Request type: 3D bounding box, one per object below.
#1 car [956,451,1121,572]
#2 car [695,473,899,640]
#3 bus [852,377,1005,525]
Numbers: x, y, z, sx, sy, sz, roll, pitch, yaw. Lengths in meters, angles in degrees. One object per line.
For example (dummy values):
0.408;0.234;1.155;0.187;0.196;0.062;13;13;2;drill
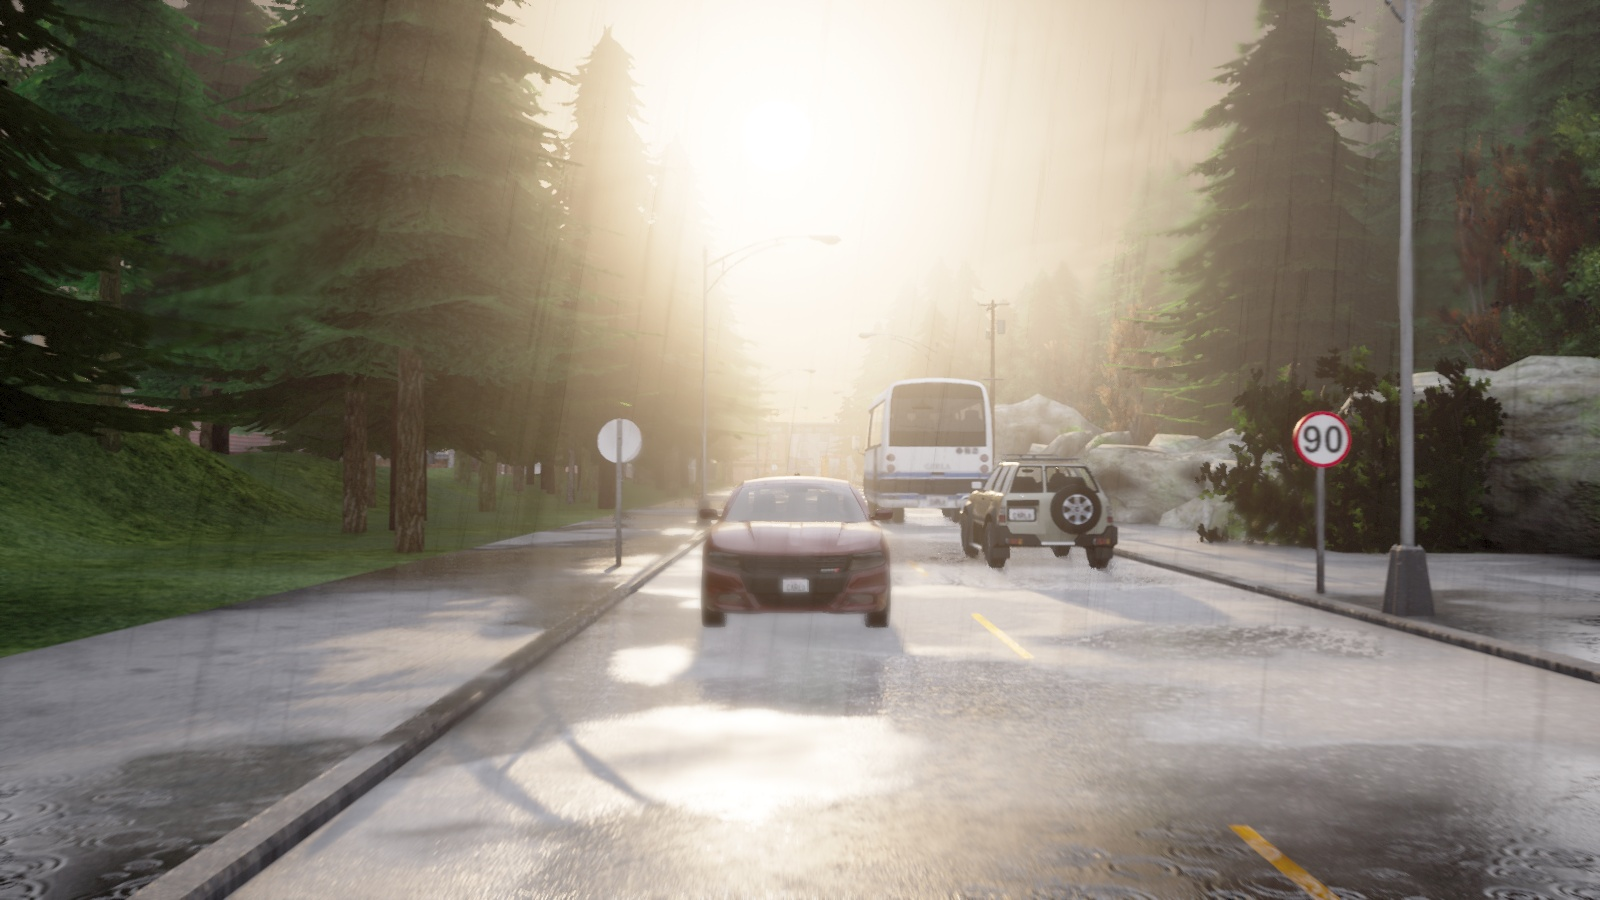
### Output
3.946;0.980;21.561;1.932;1.855;4.605;0;-1;0;car
-0.035;1.032;14.141;1.882;1.535;5.008;0;-1;0;car
3.913;0.121;41.334;3.944;4.253;10.273;0;-1;0;bus
